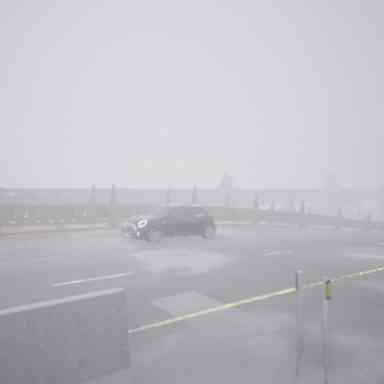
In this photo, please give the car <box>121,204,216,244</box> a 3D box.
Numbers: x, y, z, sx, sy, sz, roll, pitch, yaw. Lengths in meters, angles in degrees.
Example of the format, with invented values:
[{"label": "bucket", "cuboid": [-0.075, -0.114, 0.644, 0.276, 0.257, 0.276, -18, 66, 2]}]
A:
[{"label": "car", "cuboid": [-1.071, 1.397, 16.123, 4.553, 1.767, 2.097, 2, -1, -35]}]
